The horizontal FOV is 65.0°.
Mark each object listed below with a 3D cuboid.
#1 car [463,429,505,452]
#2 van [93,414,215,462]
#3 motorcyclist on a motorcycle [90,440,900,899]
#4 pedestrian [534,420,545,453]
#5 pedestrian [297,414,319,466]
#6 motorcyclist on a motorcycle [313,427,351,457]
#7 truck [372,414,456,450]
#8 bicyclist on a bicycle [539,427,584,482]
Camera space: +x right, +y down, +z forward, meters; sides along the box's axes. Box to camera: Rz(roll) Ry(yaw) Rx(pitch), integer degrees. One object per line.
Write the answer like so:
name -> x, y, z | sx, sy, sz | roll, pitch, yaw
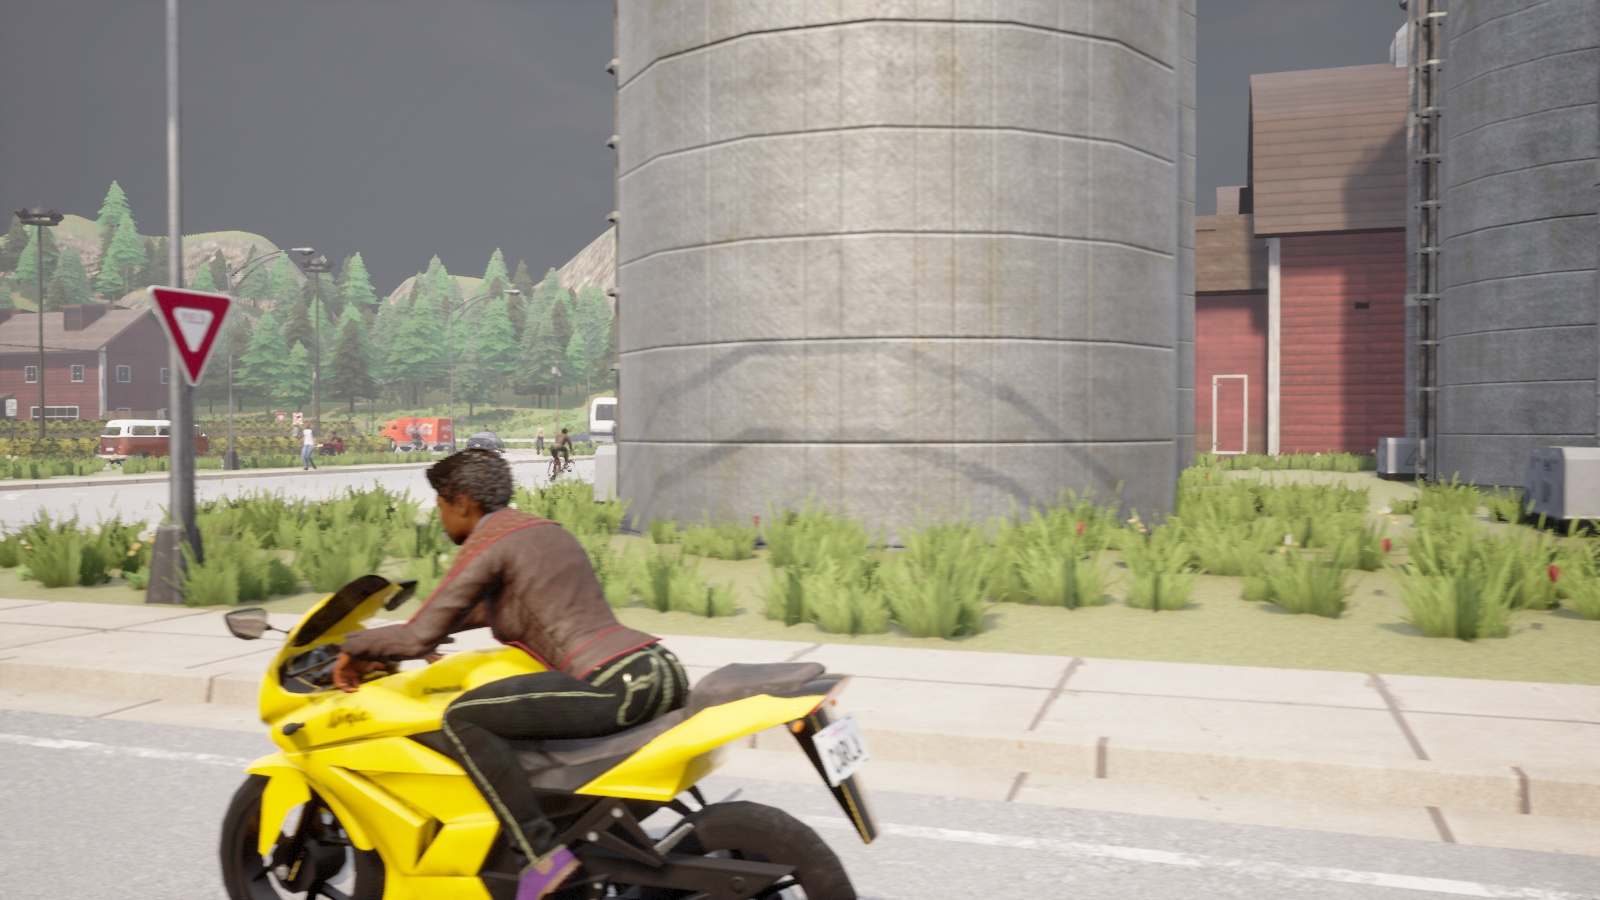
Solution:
car -> -21.000, -0.649, 83.637 | 1.812, 1.442, 4.674 | 0, 1, -2
van -> -28.735, -0.535, 56.014 | 2.069, 2.038, 4.480 | 1, 1, 27
motorcyclist on a motorcycle -> -0.827, 0.746, 3.434 | 2.044, 1.523, 0.797 | 1, 1, 20
pedestrian -> -14.605, -0.770, 70.381 | 0.345, 1.836, 0.594 | 1, 1, 15
pedestrian -> -17.422, -0.351, 44.481 | 0.354, 1.836, 0.706 | 1, 1, 17
motorcyclist on a motorcycle -> -24.959, -0.438, 66.988 | 0.797, 1.523, 2.044 | 1, 1, 18
truck -> -27.964, -1.317, 91.099 | 5.204, 2.467, 2.627 | 1, 1, 17
bicyclist on a bicycle -> -7.139, 0.116, 37.622 | 0.582, 1.620, 1.656 | 1, 1, 18
